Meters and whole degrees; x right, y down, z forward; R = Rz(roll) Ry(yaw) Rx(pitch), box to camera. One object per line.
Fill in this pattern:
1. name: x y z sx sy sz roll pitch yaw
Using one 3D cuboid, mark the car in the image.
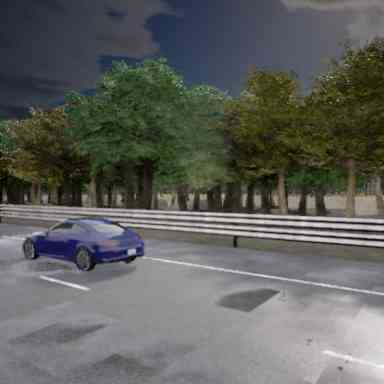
1. car: -3.596 1.553 10.838 4.674 1.442 1.812 0 0 35
